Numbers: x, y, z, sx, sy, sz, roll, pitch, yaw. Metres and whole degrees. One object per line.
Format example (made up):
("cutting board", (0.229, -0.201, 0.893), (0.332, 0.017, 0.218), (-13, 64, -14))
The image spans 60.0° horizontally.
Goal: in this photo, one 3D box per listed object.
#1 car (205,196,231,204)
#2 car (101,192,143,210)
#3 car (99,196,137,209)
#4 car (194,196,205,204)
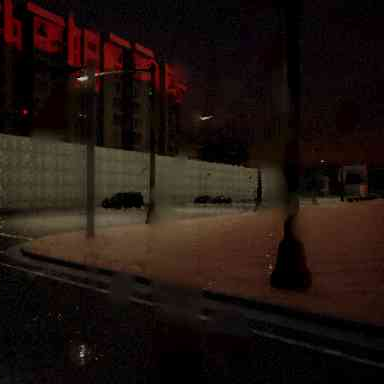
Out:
("car", (4.982, 1.403, 58.526), (2.033, 1.411, 5.357), (0, 0, 36))
("car", (-8.311, 1.076, 40.168), (2.150, 2.045, 5.566), (0, 0, 36))
("car", (-9.763, 1.343, 44.133), (1.837, 1.490, 4.892), (0, 0, 36))
("car", (2.186, 1.376, 60.631), (1.812, 1.442, 4.674), (0, 0, 36))
